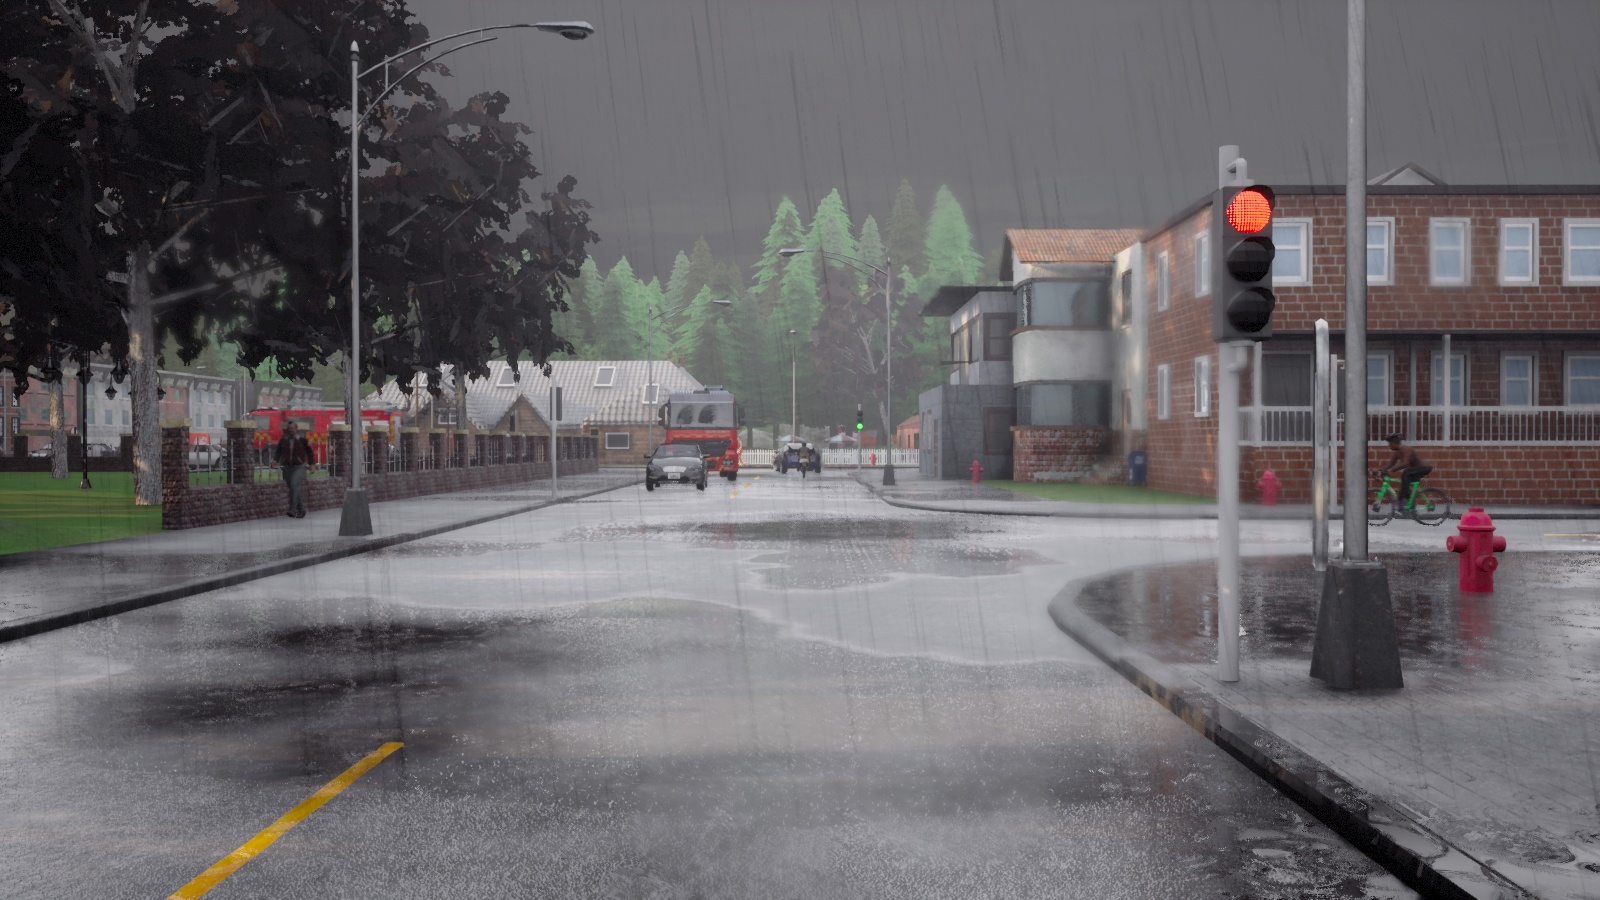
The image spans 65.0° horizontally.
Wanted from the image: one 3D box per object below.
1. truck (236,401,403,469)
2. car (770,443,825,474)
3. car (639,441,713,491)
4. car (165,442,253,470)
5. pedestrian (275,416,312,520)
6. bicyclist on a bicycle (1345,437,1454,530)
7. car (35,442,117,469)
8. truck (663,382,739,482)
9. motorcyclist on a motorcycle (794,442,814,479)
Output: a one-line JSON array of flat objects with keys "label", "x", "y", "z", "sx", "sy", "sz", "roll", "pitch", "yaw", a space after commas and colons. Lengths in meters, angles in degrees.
[{"label": "truck", "x": -27.313, "y": -0.844, "z": 71.638, "sx": 8.468, "sy": 3.827, "sz": 2.891, "roll": 0, "pitch": 0, "yaw": 1}, {"label": "car", "x": -0.168, "y": 0.389, "z": 63.357, "sx": 2.163, "sy": 1.488, "sz": 4.792, "roll": 0, "pitch": 0, "yaw": -8}, {"label": "car", "x": -3.947, "y": 0.470, "z": 40.708, "sx": 2.128, "sy": 1.511, "sz": 4.902, "roll": 0, "pitch": 0, "yaw": -3}, {"label": "car", "x": -31.765, "y": 0.305, "z": 67.616, "sx": 3.806, "sy": 1.475, "sz": 1.970, "roll": 0, "pitch": 0, "yaw": -1}, {"label": "pedestrian", "x": -9.209, "y": 0.320, "z": 22.849, "sx": 0.376, "sy": 1.854, "sz": 0.720, "roll": 0, "pitch": 0, "yaw": 0}, {"label": "bicyclist on a bicycle", "x": 10.594, "y": 0.583, "z": 22.214, "sx": 1.656, "sy": 1.620, "sz": 0.582, "roll": 0, "pitch": 0, "yaw": 0}, {"label": "car", "x": -41.305, "y": 0.322, "z": 71.721, "sx": 3.633, "sy": 1.501, "sz": 1.845, "roll": 0, "pitch": 0, "yaw": 1}, {"label": "truck", "x": -4.037, "y": -0.718, "z": 52.503, "sx": 2.891, "sy": 3.827, "sz": 8.468, "roll": 0, "pitch": 0, "yaw": -3}, {"label": "motorcyclist on a motorcycle", "x": 0.174, "y": 0.431, "z": 52.797, "sx": 0.797, "sy": 1.523, "sz": 2.044, "roll": 0, "pitch": 0, "yaw": 0}]
